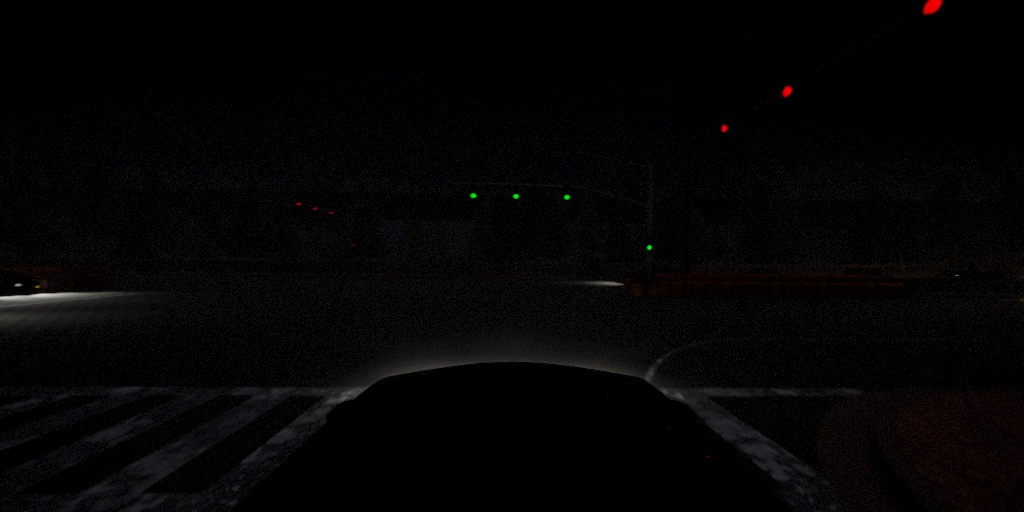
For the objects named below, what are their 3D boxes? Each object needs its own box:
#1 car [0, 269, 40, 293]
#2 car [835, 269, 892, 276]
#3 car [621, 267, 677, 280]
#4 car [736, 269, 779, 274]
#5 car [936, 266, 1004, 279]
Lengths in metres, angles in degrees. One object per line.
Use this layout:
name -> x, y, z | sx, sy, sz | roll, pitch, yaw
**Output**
car -> -25.586, 1.179, 17.096 | 4.181, 1.385, 1.994 | 1, -1, -2
car -> 32.021, 1.936, 32.988 | 4.892, 1.490, 1.837 | 0, -1, -2
car -> 12.417, 1.733, 32.391 | 4.892, 1.490, 1.837 | 1, -1, -2
car -> 22.179, 1.894, 32.677 | 5.357, 1.411, 2.033 | 1, -1, -2
car -> 42.398, 1.685, 33.307 | 4.902, 1.511, 2.128 | -2, -1, -2
